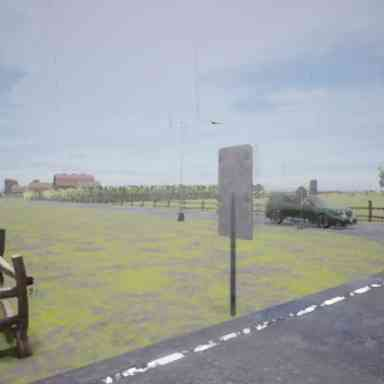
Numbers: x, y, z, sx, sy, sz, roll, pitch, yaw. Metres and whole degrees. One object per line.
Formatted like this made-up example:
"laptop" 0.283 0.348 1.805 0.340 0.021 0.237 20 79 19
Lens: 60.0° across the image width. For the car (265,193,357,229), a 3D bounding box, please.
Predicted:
"car" 6.981 1.115 20.184 2.150 2.045 5.566 0 1 -35
